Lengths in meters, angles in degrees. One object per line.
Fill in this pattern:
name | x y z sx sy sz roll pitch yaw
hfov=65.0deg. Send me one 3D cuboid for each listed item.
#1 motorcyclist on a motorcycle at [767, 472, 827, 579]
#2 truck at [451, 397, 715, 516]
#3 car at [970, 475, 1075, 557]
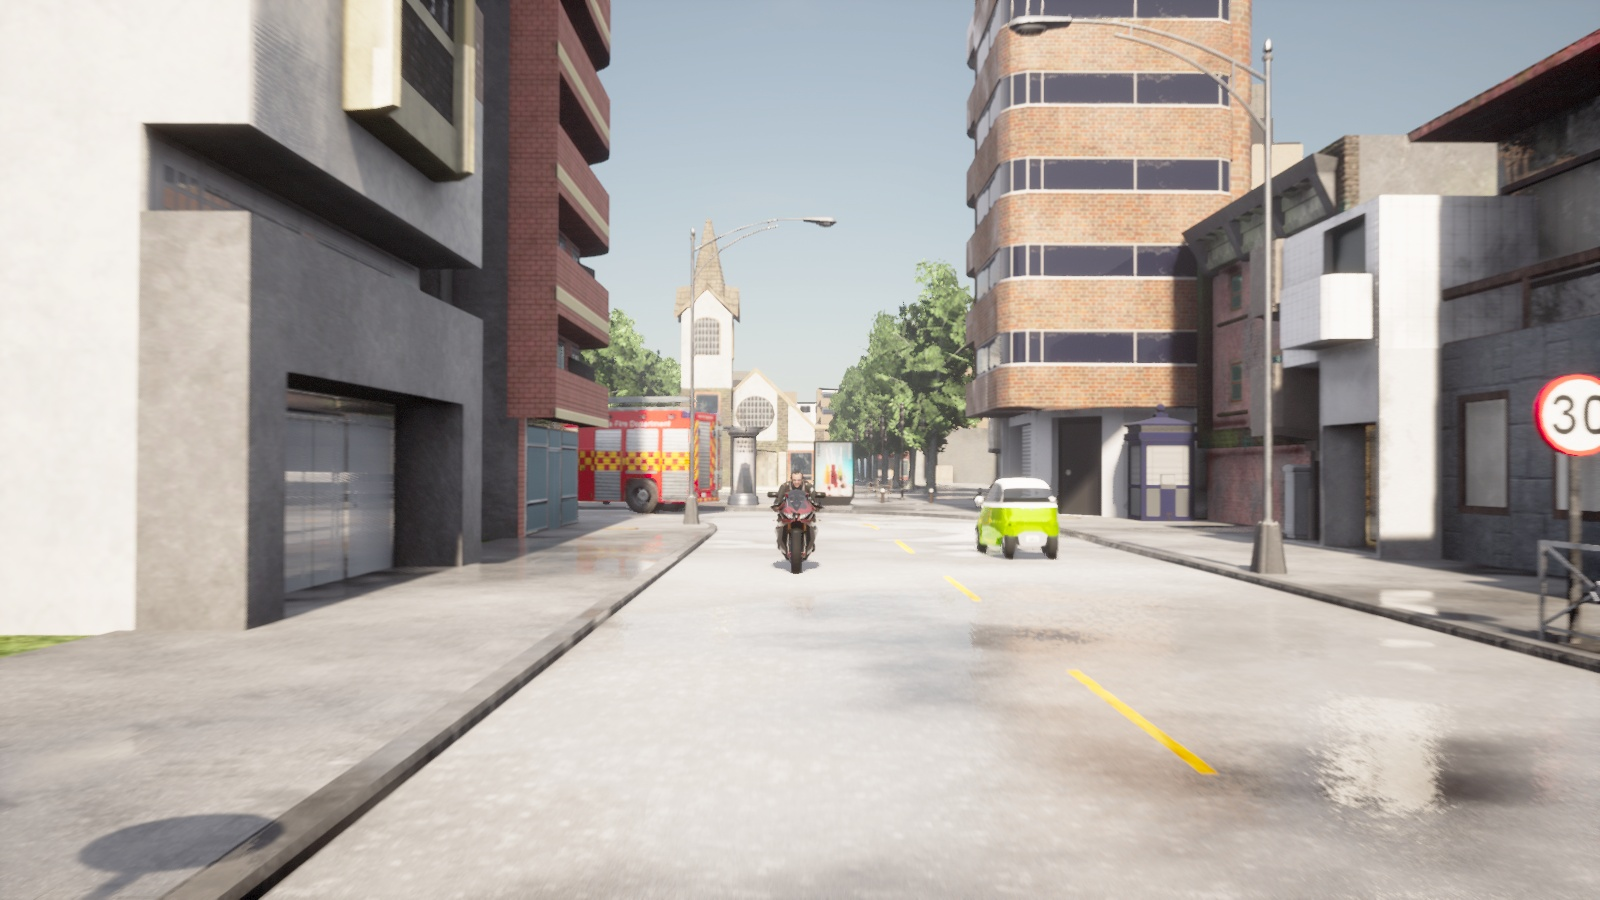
motorcyclist on a motorcycle | -0.042 1.100 19.097 0.866 1.530 2.191 0 -1 0
truck | -7.383 0.248 42.863 8.468 3.827 2.891 0 -1 16
car | 3.945 1.150 22.555 1.481 1.376 2.207 0 0 0
